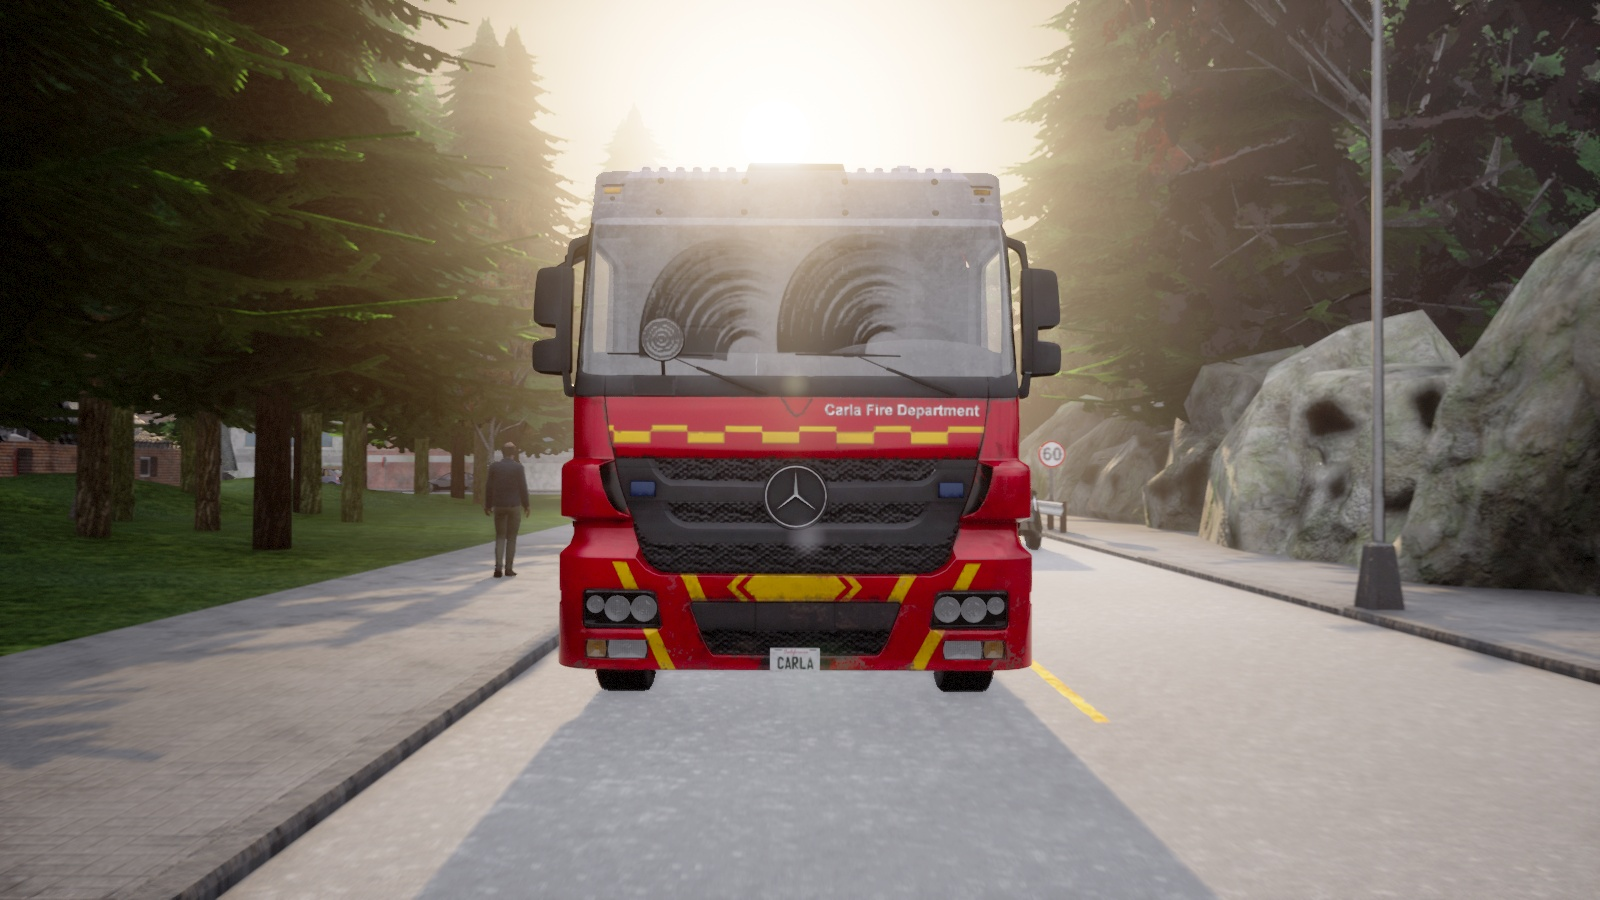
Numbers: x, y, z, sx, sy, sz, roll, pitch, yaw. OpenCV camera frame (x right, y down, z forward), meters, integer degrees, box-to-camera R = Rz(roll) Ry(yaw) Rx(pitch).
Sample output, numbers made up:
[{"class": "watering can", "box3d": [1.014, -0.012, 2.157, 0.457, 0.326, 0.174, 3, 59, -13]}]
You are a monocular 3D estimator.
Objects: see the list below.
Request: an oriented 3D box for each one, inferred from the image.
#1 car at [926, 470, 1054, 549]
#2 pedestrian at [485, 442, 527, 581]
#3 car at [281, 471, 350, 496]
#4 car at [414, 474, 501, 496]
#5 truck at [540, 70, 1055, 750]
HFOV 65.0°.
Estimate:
[{"class": "car", "box3d": [3.935, 1.194, 26.746, 2.007, 1.525, 4.514, 0, -1, 0]}, {"class": "pedestrian", "box3d": [-3.975, 0.825, 17.021, 0.402, 1.842, 0.726, 0, -1, 0]}, {"class": "car", "box3d": [-32.932, 2.273, 85.356, 3.988, 1.617, 1.851, 0, -1, 0]}, {"class": "car", "box3d": [-23.262, 2.384, 85.361, 5.357, 1.411, 2.033, 0, -1, 0]}, {"class": "truck", "box3d": [-0.031, -0.160, 11.318, 2.891, 3.827, 8.468, 0, -1, 0]}]
